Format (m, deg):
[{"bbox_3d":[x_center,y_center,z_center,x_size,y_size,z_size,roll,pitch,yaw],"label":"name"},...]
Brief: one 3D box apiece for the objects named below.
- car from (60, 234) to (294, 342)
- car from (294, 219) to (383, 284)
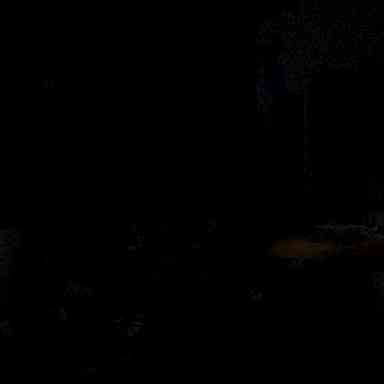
[{"bbox_3d":[-0.242,1.566,6.496,4.313,1.339,1.947,0,0,-36],"label":"car"},{"bbox_3d":[4.030,1.525,9.577,4.829,1.417,1.752,0,0,-36],"label":"car"}]
